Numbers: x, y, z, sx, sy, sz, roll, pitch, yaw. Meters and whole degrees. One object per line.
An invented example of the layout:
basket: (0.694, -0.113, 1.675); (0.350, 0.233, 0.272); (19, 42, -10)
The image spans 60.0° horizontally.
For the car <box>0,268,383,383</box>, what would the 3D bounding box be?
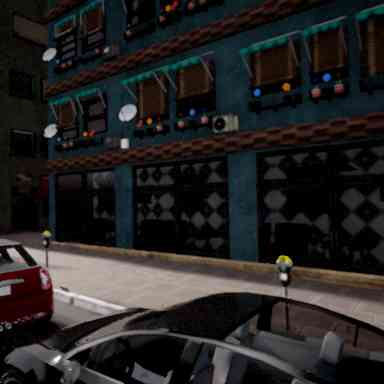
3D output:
car: (0.128, 1.579, 2.799); (4.313, 1.339, 1.947); (-1, -1, 36)

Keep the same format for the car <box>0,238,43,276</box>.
car: (-4.368, 1.506, 6.008); (4.097, 1.590, 1.967); (-1, -1, 36)
